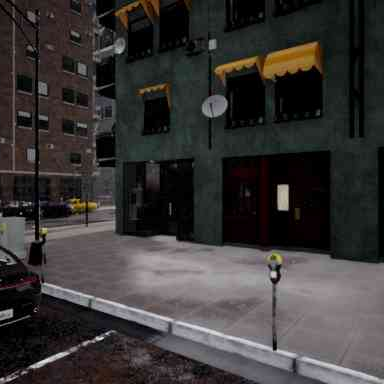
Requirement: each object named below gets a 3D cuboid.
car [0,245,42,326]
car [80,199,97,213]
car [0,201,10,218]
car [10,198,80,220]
[{"bbox_3d":[-4.501,1.551,6.079,4.403,1.369,2.008,0,0,35],"label":"car"},{"bbox_3d":[-10.985,1.250,30.512,1.752,1.417,4.829,1,1,35],"label":"car"},{"bbox_3d":[-14.073,1.350,26.085,2.008,1.369,4.403,1,1,35],"label":"car"},{"bbox_3d":[-11.222,1.345,25.664,1.994,1.385,4.181,0,1,35],"label":"car"}]
